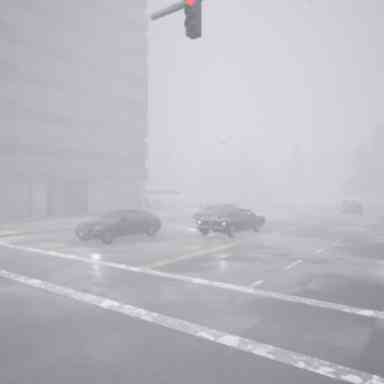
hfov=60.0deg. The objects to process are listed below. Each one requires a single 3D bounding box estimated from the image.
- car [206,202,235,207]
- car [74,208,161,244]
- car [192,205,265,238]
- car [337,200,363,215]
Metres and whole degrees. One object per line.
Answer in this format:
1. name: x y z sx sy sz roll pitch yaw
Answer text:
1. car: 1.920 1.536 23.738 1.837 1.490 4.892 0 0 36
2. car: -3.451 1.556 16.346 1.812 1.442 4.674 0 0 36
3. car: 2.214 1.623 18.203 1.895 1.301 4.718 0 0 36
4. car: 16.371 1.553 34.555 2.033 1.411 5.357 0 0 17
